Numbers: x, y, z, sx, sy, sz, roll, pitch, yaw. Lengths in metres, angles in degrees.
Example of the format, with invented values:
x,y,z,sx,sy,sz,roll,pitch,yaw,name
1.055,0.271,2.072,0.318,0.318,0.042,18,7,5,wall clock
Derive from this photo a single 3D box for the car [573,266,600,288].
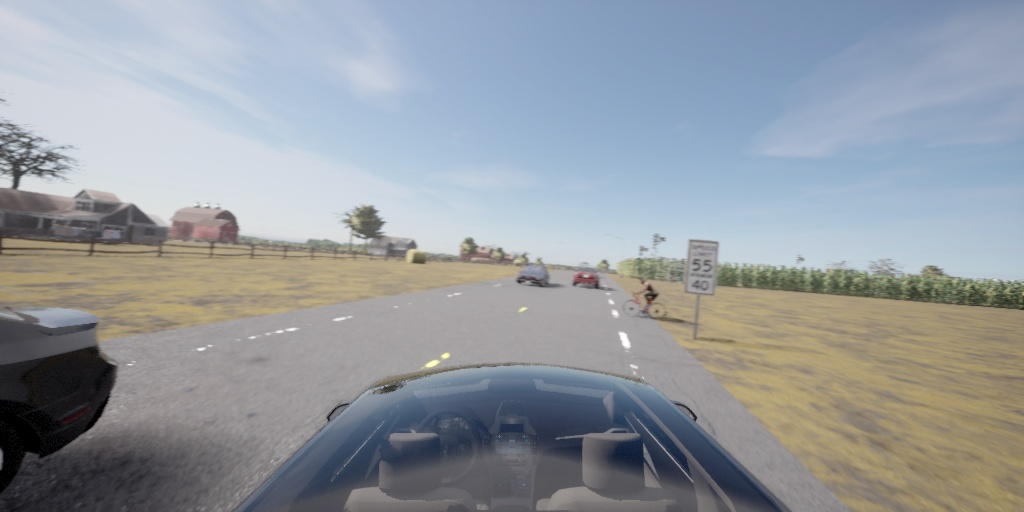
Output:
x,y,z,sx,sy,sz,roll,pitch,yaw,name
6.448,1.696,30.817,2.097,1.767,4.553,5,0,13,car

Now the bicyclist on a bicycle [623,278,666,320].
x,y,z,sx,sy,sz,roll,pitch,yaw,name
5.301,1.693,14.276,1.656,1.620,0.582,5,0,13,bicyclist on a bicycle

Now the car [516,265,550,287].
x,y,z,sx,sy,sz,roll,pitch,yaw,name
1.716,1.438,26.892,2.033,1.411,5.357,5,0,13,car

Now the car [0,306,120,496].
x,y,z,sx,sy,sz,roll,pitch,yaw,name
-4.458,0.813,0.887,1.837,1.490,4.892,5,1,13,car
